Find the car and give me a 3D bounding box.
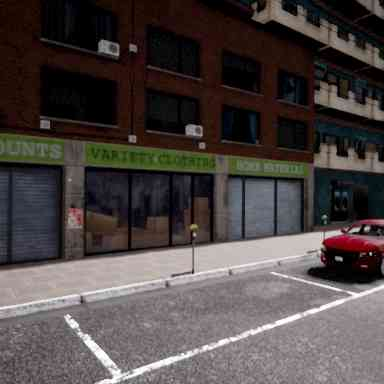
[{"bbox_3d":[5.767,1.546,10.209,4.507,1.381,1.887,0,1,-36],"label":"car"}]
